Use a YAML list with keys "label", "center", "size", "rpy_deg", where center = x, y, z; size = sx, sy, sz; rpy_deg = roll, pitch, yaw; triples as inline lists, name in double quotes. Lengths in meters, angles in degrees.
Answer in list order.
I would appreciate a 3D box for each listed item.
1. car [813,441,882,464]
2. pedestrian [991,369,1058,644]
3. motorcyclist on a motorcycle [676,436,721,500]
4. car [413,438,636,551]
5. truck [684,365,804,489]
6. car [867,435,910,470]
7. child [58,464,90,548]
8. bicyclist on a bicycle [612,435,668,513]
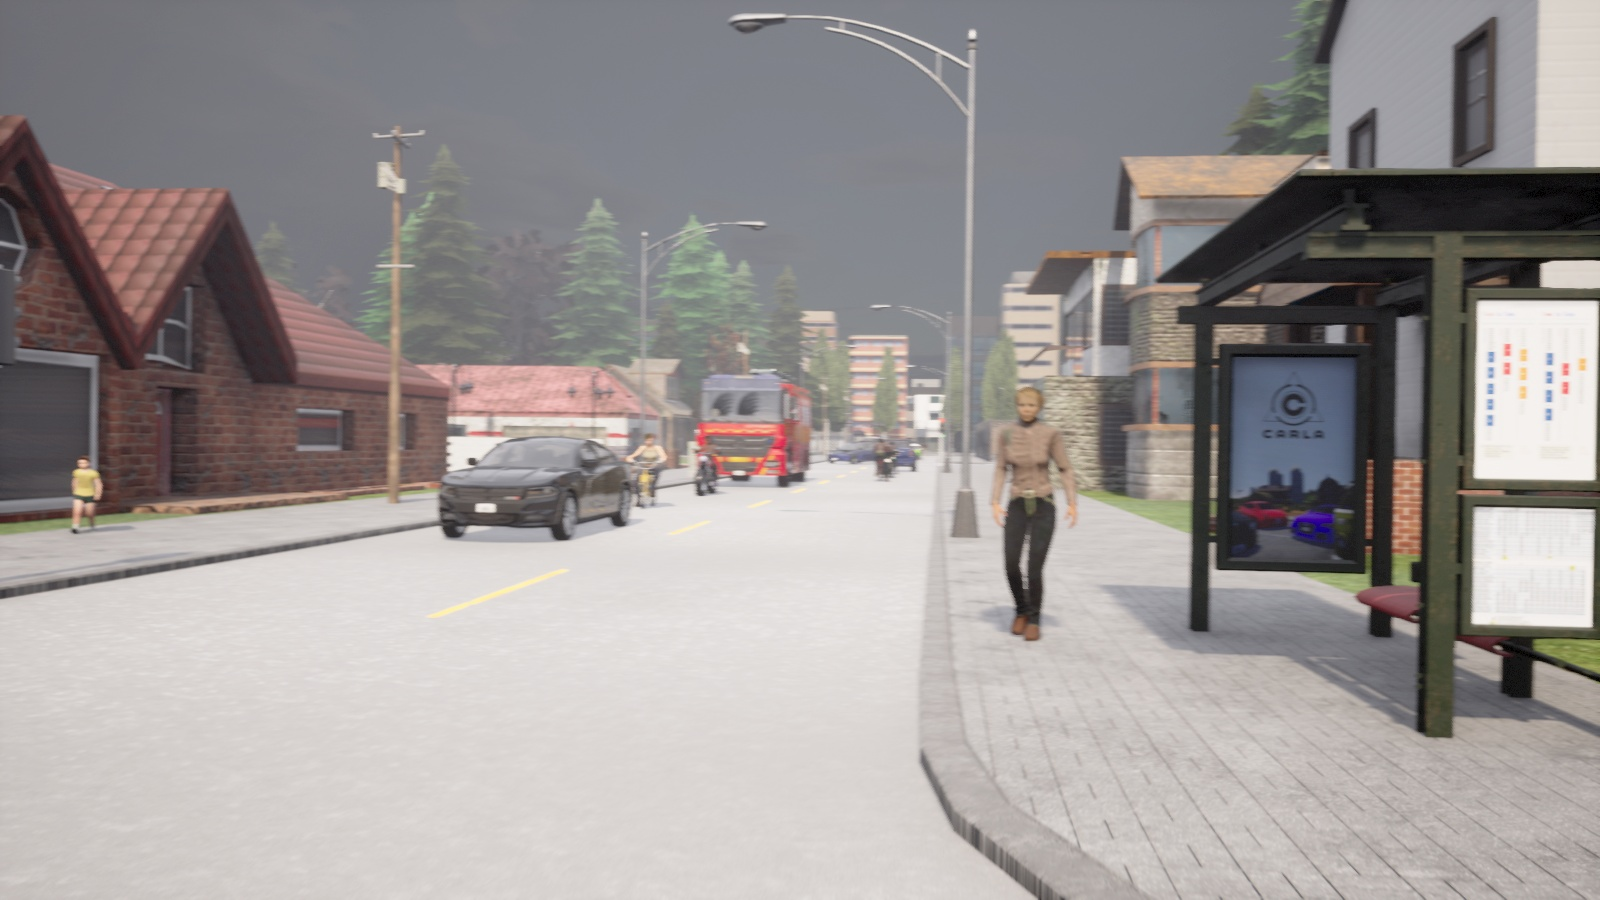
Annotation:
- label: "car"
  center: [3.176, 0.128, 82.885]
  size: [2.163, 1.488, 4.792]
  rpy_deg: [0, 0, 37]
- label: "pedestrian"
  center: [1.575, 0.376, 8.786]
  size: [0.331, 1.846, 0.634]
  rpy_deg: [0, 0, 22]
- label: "motorcyclist on a motorcycle"
  center: [-2.690, 0.455, 33.592]
  size: [0.766, 1.649, 2.350]
  rpy_deg: [0, 1, 6]
- label: "car"
  center: [-4.115, 0.588, 19.722]
  size: [1.882, 1.535, 5.008]
  rpy_deg: [0, 0, 7]
- label: "truck"
  center: [-1.718, -0.731, 43.009]
  size: [2.891, 3.827, 8.468]
  rpy_deg: [0, 0, 6]
- label: "car"
  center: [4.599, 0.109, 65.028]
  size: [2.097, 1.767, 4.553]
  rpy_deg: [0, 0, 6]
- label: "child"
  center: [-9.718, 0.743, 16.824]
  size: [0.255, 1.110, 0.394]
  rpy_deg: [0, 0, -12]
- label: "bicyclist on a bicycle"
  center: [-3.394, 0.493, 26.791]
  size: [0.866, 1.612, 1.509]
  rpy_deg: [0, 0, 6]
